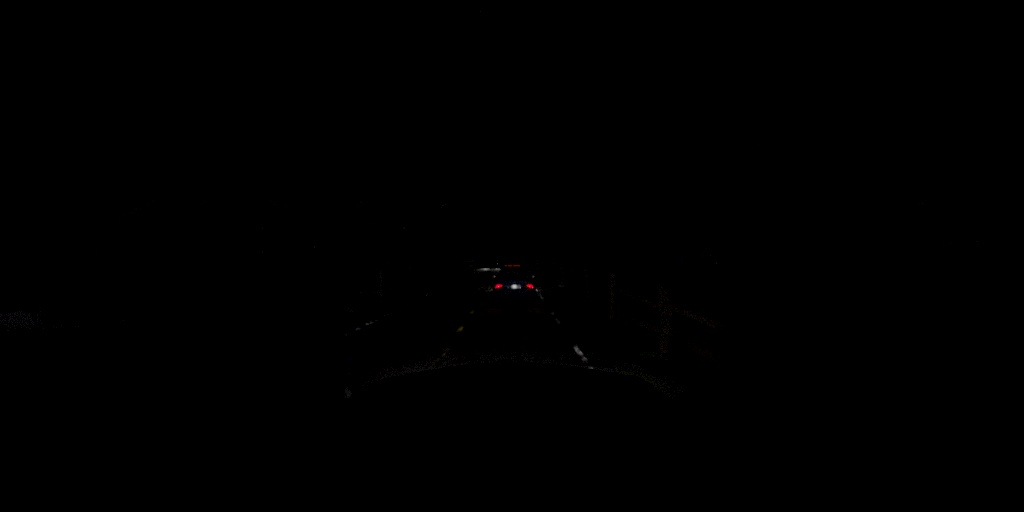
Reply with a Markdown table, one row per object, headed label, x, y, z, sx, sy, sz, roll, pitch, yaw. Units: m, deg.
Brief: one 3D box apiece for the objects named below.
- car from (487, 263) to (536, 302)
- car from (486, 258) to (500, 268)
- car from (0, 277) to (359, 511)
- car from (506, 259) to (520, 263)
| label | x | y | z | sx | sy | sz | roll | pitch | yaw |
| --- | --- | --- | --- | --- | --- | --- | --- | --- | --- |
| car | 0.094 | 1.220 | 16.381 | 2.033 | 1.411 | 5.357 | 0 | 0 | 0 |
| car | -2.766 | 1.006 | 52.336 | 1.837 | 1.490 | 4.892 | 0 | 0 | 0 |
| car | -2.751 | 1.100 | 2.094 | 2.097 | 1.767 | 4.553 | 0 | 0 | 0 |
| car | 0.086 | 1.076 | 36.513 | 1.837 | 1.490 | 4.892 | 0 | 0 | 0 |
